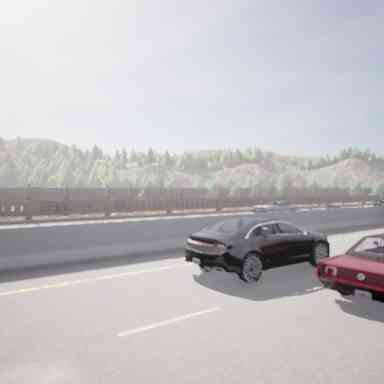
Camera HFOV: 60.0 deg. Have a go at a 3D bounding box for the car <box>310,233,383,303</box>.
[{"bbox_3d":[4.903,1.574,7.361,4.718,1.301,1.895,0,0,-36],"label":"car"}]

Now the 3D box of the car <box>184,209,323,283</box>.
[{"bbox_3d":[2.055,1.470,9.618,4.902,1.511,2.128,0,0,-36],"label":"car"}]

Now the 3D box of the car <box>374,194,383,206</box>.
[{"bbox_3d":[23.592,1.087,39.043,5.566,2.045,2.150,0,0,-36],"label":"car"}]

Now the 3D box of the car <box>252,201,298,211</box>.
[{"bbox_3d":[7.886,1.525,31.680,4.718,1.301,1.895,0,0,-37],"label":"car"}]

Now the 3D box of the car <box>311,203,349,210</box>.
[{"bbox_3d":[10.303,1.529,24.744,4.718,1.301,1.895,0,0,-37],"label":"car"}]
